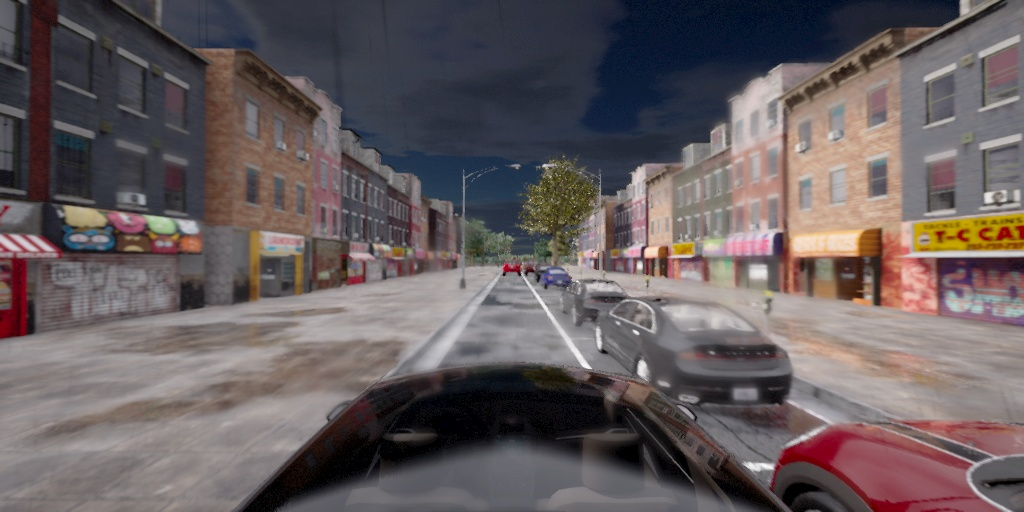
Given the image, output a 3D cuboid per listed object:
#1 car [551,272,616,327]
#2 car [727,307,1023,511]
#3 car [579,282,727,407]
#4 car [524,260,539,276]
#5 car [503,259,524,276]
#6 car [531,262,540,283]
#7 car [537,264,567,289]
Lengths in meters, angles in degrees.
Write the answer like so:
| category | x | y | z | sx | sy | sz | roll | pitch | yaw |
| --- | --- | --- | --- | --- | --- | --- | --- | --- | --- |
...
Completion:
| category | x | y | z | sx | sy | sz | roll | pitch | yaw |
| --- | --- | --- | --- | --- | --- | --- | --- | --- | --- |
| car | 2.634 | 1.399 | 11.775 | 2.007 | 1.370 | 4.403 | 0 | 0 | 0 |
| car | 2.638 | 1.179 | 0.682 | 1.967 | 1.591 | 4.097 | 0 | 0 | 0 |
| car | 2.636 | 1.346 | 6.230 | 2.007 | 1.370 | 4.403 | 0 | 0 | 0 |
| car | 2.622 | 1.480 | 45.048 | 2.192 | 1.841 | 5.009 | 0 | 0 | 0 |
| car | 0.012 | 1.387 | 44.559 | 2.150 | 2.045 | 5.566 | 0 | 0 | 0 |
| car | 3.004 | 1.520 | 32.151 | 1.882 | 1.535 | 5.008 | 0 | -1 | 0 |
| car | 3.015 | 1.501 | 25.151 | 1.812 | 1.442 | 4.674 | 0 | -1 | 0 |
